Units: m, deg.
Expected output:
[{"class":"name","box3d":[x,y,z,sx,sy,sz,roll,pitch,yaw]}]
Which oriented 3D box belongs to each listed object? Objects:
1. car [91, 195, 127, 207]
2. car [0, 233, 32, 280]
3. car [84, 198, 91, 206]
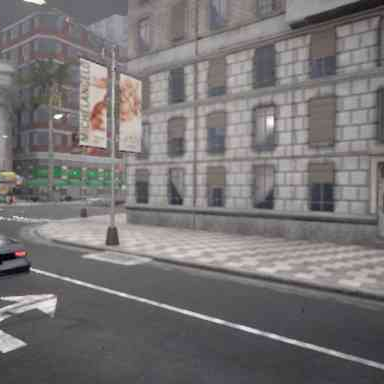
[{"class":"car","box3d":[-9.846,1.123,41.888,1.812,1.442,4.674,1,1,37]},{"class":"car","box3d":[-6.206,1.423,8.462,5.357,1.411,2.033,1,1,36]},{"class":"car","box3d":[-12.243,1.080,44.531,1.812,1.442,4.674,1,1,37]}]
